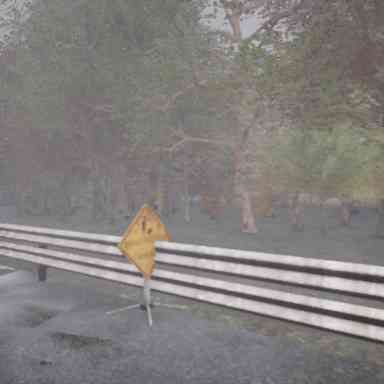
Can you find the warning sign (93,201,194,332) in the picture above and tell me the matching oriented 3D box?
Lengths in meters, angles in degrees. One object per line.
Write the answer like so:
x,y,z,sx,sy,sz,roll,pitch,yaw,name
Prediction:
-0.797,1.119,5.708,1.060,1.860,1.300,-2,0,36,warning sign
